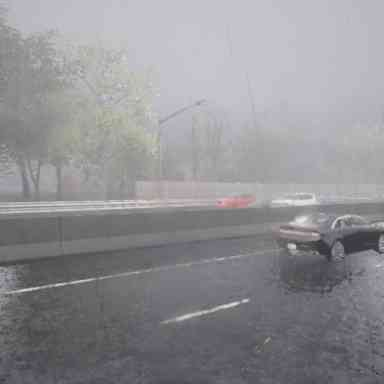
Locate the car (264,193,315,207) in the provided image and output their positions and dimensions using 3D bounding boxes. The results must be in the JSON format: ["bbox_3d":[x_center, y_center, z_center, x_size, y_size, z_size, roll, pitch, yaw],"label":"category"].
[{"bbox_3d":[10.009,1.130,32.624,5.566,2.045,2.150,0,0,-35],"label":"car"}]

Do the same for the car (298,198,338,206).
[{"bbox_3d":[11.808,1.474,29.608,4.181,1.385,1.994,0,0,-35],"label":"car"}]

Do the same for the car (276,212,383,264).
[{"bbox_3d":[5.055,1.453,11.658,4.902,1.511,2.128,0,0,-35],"label":"car"}]

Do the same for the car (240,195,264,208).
[{"bbox_3d":[7.848,1.414,35.382,4.892,1.490,1.837,0,0,-35],"label":"car"}]

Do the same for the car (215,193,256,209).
[{"bbox_3d":[5.094,1.136,37.367,5.566,2.045,2.150,0,0,-38],"label":"car"}]
